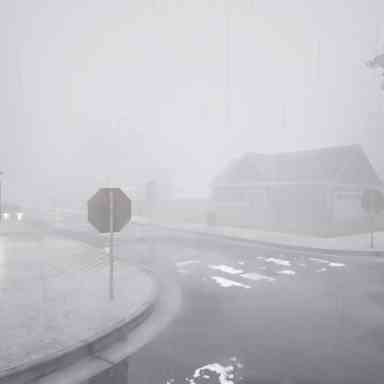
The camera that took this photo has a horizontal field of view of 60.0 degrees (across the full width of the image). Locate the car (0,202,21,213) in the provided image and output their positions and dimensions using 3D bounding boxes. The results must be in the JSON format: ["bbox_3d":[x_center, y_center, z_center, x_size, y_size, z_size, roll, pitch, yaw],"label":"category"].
[{"bbox_3d":[-23.633,1.943,43.326,1.895,1.301,4.718,0,0,-36],"label":"car"}]
